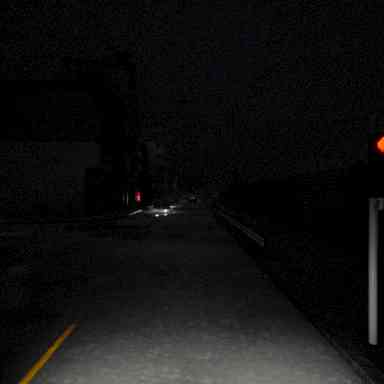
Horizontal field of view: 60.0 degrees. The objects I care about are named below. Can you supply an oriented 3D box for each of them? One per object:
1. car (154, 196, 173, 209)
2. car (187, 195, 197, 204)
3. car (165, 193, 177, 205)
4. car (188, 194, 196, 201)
[{"bbox_3d":[-4.067,1.564,45.660,1.994,1.385,4.181,0,0,0],"label":"car"},{"bbox_3d":[0.038,1.491,66.243,2.128,1.511,4.902,0,0,0],"label":"car"},{"bbox_3d":[-4.054,1.352,55.390,2.097,1.767,4.553,0,0,0],"label":"car"},{"bbox_3d":[0.041,1.310,76.663,1.882,1.535,5.008,0,0,0],"label":"car"}]
